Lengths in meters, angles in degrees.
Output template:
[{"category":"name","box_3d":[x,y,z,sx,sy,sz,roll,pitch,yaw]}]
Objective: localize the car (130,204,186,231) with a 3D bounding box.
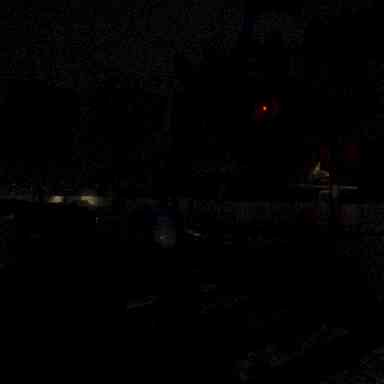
[{"category":"car","box_3d":[-2.333,1.581,21.803,1.882,1.535,5.008,1,0,-36]}]

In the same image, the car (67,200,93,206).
[{"category":"car","box_3d":[-11.534,1.605,34.624,1.882,1.535,5.008,1,-1,-36]}]

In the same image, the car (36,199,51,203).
[{"category":"car","box_3d":[-22.313,1.771,49.795,1.994,1.385,4.181,1,-1,-36]}]
